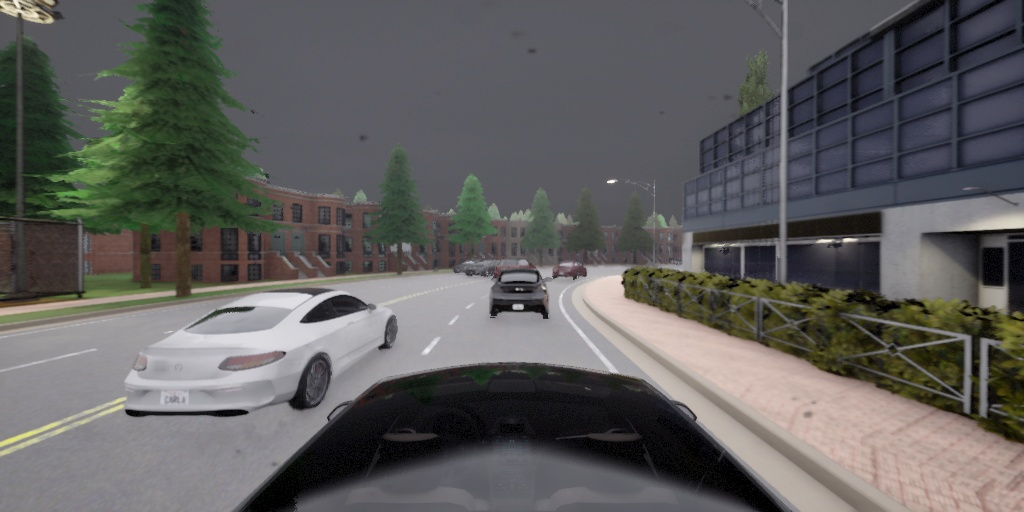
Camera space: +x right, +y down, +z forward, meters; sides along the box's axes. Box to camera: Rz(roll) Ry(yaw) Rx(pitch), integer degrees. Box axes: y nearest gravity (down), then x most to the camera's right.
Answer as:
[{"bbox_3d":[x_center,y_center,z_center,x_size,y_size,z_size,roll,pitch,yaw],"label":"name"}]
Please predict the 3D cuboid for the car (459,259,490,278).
[{"bbox_3d":[-2.171,1.065,30.902,1.837,1.490,4.892,0,0,27],"label":"car"}]

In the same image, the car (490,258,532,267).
[{"bbox_3d":[0.388,0.933,27.615,2.097,1.767,4.553,0,0,22],"label":"car"}]

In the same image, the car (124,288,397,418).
[{"bbox_3d":[-3.417,1.249,5.944,1.812,1.442,4.674,0,1,0],"label":"car"}]

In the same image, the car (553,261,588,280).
[{"bbox_3d":[4.694,1.099,28.698,1.812,1.442,4.674,0,0,26],"label":"car"}]

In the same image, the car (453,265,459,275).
[{"bbox_3d":[-3.823,1.058,35.242,1.812,1.442,4.674,0,0,30],"label":"car"}]

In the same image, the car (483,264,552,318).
[{"bbox_3d":[0.321,1.184,12.597,1.837,1.490,4.892,0,0,3],"label":"car"}]
